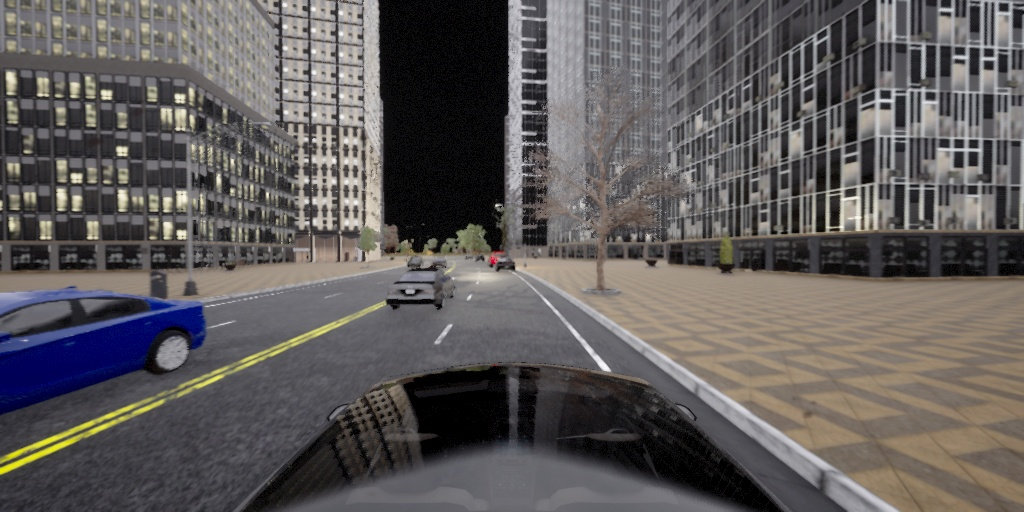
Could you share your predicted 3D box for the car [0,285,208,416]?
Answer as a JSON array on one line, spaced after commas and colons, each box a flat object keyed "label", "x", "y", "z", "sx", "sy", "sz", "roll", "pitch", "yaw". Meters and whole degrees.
[{"label": "car", "x": -6.642, "y": 1.221, "z": 4.600, "sx": 1.882, "sy": 1.535, "sz": 5.008, "roll": 0, "pitch": 1, "yaw": -1}]

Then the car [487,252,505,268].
[{"label": "car", "x": -1.834, "y": 0.493, "z": 47.445, "sx": 2.150, "sy": 2.045, "sz": 5.566, "roll": 0, "pitch": 1, "yaw": -7}]

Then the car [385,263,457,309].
[{"label": "car", "x": -3.378, "y": 1.176, "z": 14.131, "sx": 2.033, "sy": 1.411, "sz": 5.357, "roll": 0, "pitch": 1, "yaw": -2}]

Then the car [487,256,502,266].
[{"label": "car", "x": -2.625, "y": 0.713, "z": 53.460, "sx": 1.837, "sy": 1.490, "sz": 4.892, "roll": 0, "pitch": 1, "yaw": -8}]

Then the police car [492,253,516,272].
[{"label": "police car", "x": -0.733, "y": 0.795, "z": 37.428, "sx": 1.930, "sy": 1.638, "sz": 5.238, "roll": 0, "pitch": 1, "yaw": -5}]

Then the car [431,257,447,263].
[{"label": "car", "x": -9.275, "y": 0.859, "z": 46.048, "sx": 2.033, "sy": 1.411, "sz": 5.357, "roll": 0, "pitch": 1, "yaw": -6}]

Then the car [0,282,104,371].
[{"label": "car", "x": -9.878, "y": 1.298, "z": 5.109, "sx": 2.033, "sy": 1.411, "sz": 5.357, "roll": 0, "pitch": 1, "yaw": 0}]

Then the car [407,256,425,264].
[{"label": "car", "x": -12.756, "y": 0.812, "z": 47.662, "sx": 1.837, "sy": 1.490, "sz": 4.892, "roll": 0, "pitch": 1, "yaw": -7}]
